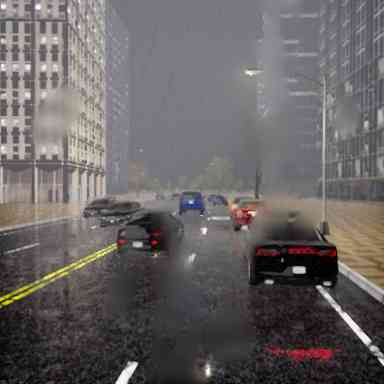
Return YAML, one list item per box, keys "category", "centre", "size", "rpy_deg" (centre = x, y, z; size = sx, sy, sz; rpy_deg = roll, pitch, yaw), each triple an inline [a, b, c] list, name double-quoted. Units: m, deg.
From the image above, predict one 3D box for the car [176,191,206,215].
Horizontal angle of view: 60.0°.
- category: "car"
  centre: [0.057, 0.957, 31.035]
  size: [2.150, 2.045, 5.566]
  rpy_deg: [0, 0, 3]

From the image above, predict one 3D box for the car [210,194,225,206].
- category: "car"
  centre: [3.794, 1.152, 45.624]
  size: [1.812, 1.442, 4.674]
  rpy_deg: [0, 0, 1]

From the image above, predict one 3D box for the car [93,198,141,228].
- category: "car"
  centre: [-4.128, 1.319, 20.399]
  size: [1.837, 1.490, 4.892]
  rpy_deg: [0, 0, 4]

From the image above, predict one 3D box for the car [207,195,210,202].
- category: "car"
  centre: [3.743, 1.046, 59.144]
  size: [1.812, 1.442, 4.674]
  rpy_deg: [0, 0, -2]

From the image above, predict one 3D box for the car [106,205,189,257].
- category: "car"
  centre: [-1.407, 1.414, 12.417]
  size: [1.812, 1.442, 4.674]
  rpy_deg: [0, 0, 6]

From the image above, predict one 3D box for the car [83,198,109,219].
- category: "car"
  centre: [-6.957, 1.263, 26.122]
  size: [1.837, 1.490, 4.892]
  rpy_deg: [0, 0, 4]

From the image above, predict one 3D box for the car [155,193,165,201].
- category: "car"
  centre: [-6.399, 0.933, 67.399]
  size: [2.128, 1.511, 4.902]
  rpy_deg: [0, 1, -2]

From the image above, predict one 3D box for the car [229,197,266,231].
- category: "car"
  centre: [3.422, 1.194, 19.255]
  size: [2.097, 1.767, 4.553]
  rpy_deg: [0, 0, 5]

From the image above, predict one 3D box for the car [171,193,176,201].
- category: "car"
  centre: [-3.019, 1.002, 62.748]
  size: [1.812, 1.442, 4.674]
  rpy_deg: [0, 1, -1]

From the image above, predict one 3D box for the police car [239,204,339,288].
- category: "police car"
  centre: [2.452, 1.351, 9.284]
  size: [1.930, 1.638, 5.238]
  rpy_deg: [0, 0, 6]

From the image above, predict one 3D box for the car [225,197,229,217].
- category: "car"
  centre: [3.881, 1.144, 25.333]
  size: [2.097, 1.767, 4.553]
  rpy_deg: [0, 0, 4]
